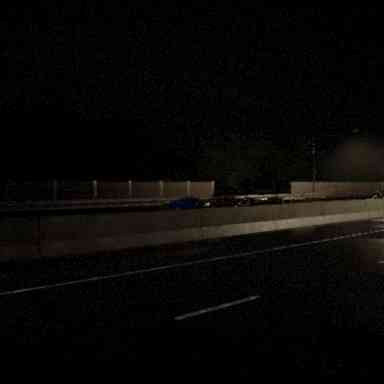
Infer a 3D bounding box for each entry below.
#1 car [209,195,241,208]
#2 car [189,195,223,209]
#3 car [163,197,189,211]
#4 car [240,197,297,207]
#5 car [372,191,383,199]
[{"bbox_3d":[4.203,1.252,28.505,4.892,1.490,1.837,-2,1,-36],"label":"car"},{"bbox_3d":[2.456,1.096,31.557,4.553,1.767,2.097,-1,1,-36],"label":"car"},{"bbox_3d":[-0.540,1.244,33.717,5.008,1.535,1.882,-2,1,-36],"label":"car"},{"bbox_3d":[6.364,1.248,25.748,4.892,1.490,1.837,-1,1,-36],"label":"car"},{"bbox_3d":[33.246,0.594,58.072,4.902,1.511,2.128,-1,1,-36],"label":"car"}]
